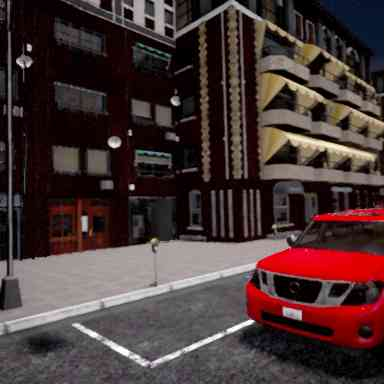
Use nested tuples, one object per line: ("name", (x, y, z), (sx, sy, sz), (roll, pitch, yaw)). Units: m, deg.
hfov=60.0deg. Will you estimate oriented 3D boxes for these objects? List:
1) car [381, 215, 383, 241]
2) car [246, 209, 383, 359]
("car", (12.641, 1.948, 18.957), (4.403, 1.369, 2.008), (0, -3, -43))
("car", (3.420, 1.401, 6.671), (5.566, 2.045, 2.150), (0, -3, -44))
